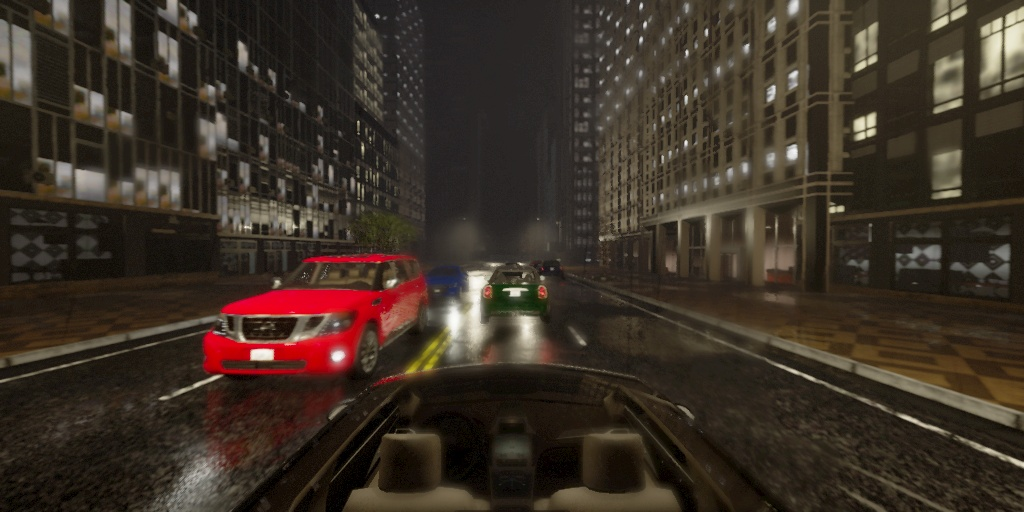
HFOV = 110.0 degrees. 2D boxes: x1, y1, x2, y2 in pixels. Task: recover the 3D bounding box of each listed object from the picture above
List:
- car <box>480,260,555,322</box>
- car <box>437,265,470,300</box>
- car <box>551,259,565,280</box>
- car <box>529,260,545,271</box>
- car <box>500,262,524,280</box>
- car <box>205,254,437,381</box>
[{"bbox_3d":[0.101,1.100,12.342,2.097,1.767,4.553,0,0,0],"label":"car"},{"bbox_3d":[-3.251,1.224,18.032,1.882,1.535,5.008,0,0,0],"label":"car"},{"bbox_3d":[3.320,1.093,31.142,2.097,1.767,4.553,0,0,2],"label":"car"},{"bbox_3d":[3.349,1.254,48.597,1.812,1.442,4.674,0,0,0],"label":"car"},{"bbox_3d":[0.041,1.289,32.258,2.033,1.411,5.357,0,0,1],"label":"car"},{"bbox_3d":[-3.330,0.971,7.565,2.150,2.045,5.566,0,0,0],"label":"car"}]
